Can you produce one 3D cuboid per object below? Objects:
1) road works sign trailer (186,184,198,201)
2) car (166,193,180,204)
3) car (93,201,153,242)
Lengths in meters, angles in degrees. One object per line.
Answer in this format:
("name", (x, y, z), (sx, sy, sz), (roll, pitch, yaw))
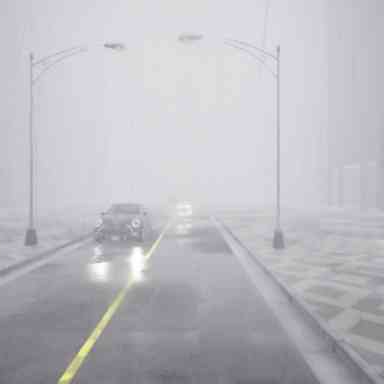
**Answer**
("road works sign trailer", (-0.020, 0.204, 70.329), (2.380, 3.560, 2.880), (0, 0, 0))
("car", (-3.062, 1.325, 56.711), (2.033, 1.411, 5.357), (0, 0, 1))
("car", (-3.104, 1.274, 15.689), (2.097, 1.767, 4.553), (0, 0, 0))
